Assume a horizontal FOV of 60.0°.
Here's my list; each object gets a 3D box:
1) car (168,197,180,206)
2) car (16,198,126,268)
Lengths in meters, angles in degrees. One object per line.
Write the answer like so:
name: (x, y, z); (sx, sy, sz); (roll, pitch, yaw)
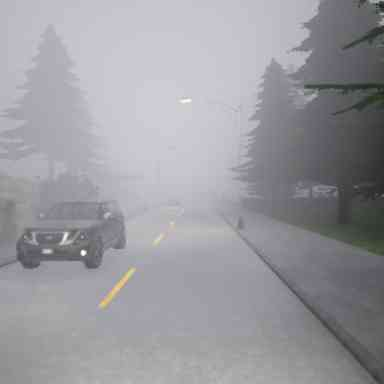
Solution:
car: (-2.958, 1.590, 55.688); (2.128, 1.511, 4.902); (0, 0, 2)
car: (-3.834, 1.253, 11.701); (2.150, 2.045, 5.566); (0, 0, 1)
